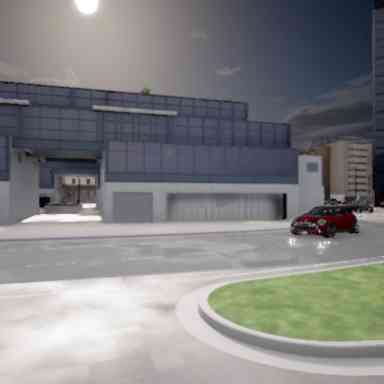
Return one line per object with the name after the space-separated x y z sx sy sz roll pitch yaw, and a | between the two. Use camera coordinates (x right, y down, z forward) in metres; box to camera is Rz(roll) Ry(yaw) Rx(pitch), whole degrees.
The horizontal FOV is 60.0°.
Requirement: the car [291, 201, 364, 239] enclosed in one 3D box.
7.646 1.583 19.055 4.553 1.767 2.097 1 -1 -40 | car

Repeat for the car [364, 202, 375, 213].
22.665 2.053 45.206 1.837 1.490 4.892 0 -1 -5 | car
